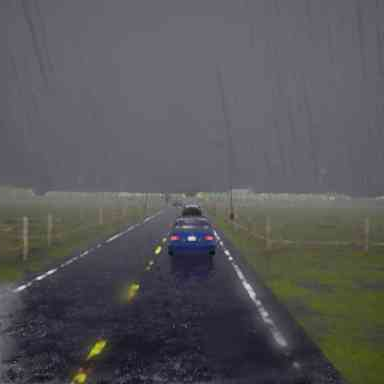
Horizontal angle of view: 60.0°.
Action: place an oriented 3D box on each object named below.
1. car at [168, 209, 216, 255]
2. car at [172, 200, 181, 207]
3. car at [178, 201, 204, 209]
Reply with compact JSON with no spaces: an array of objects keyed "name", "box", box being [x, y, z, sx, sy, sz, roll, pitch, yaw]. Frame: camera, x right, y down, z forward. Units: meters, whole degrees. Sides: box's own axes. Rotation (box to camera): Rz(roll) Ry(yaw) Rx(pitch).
[{"name":"car","box":[-0.006,1.683,14.002,2.033,1.411,5.357,0,-1,0]},{"name":"car","box":[-2.802,2.189,64.689,2.033,1.411,5.357,0,-1,1]},{"name":"car","box":[-0.009,1.791,29.304,1.837,1.490,4.892,0,0,0]}]
